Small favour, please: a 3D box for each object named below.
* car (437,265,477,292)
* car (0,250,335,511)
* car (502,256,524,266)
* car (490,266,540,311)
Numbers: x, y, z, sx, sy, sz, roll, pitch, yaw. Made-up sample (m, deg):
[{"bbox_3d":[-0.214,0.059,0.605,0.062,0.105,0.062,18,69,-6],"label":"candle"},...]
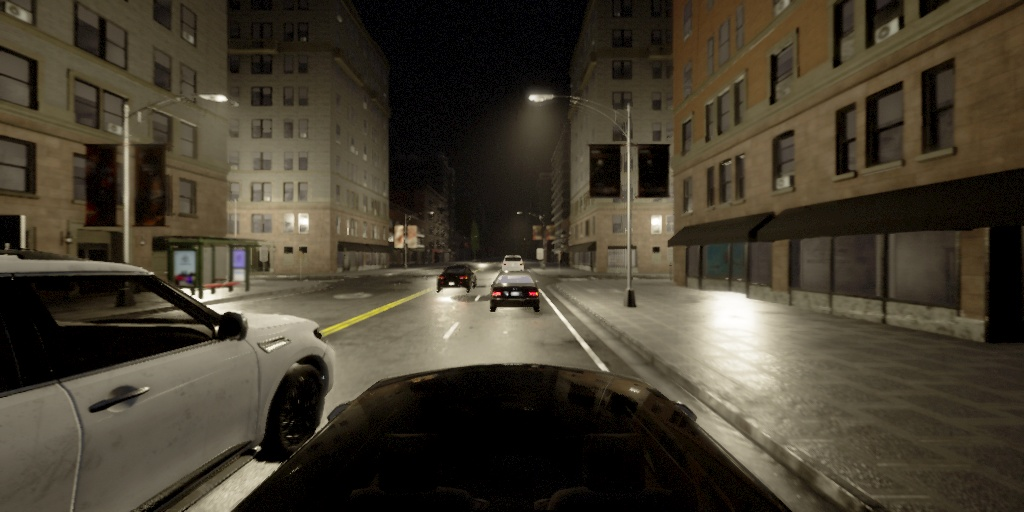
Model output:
[{"bbox_3d":[-3.147,1.271,20.920,1.812,1.442,4.674,0,0,0],"label":"car"},{"bbox_3d":[-3.149,0.971,1.829,2.150,2.045,5.566,0,0,0],"label":"car"},{"bbox_3d":[0.103,0.971,37.693,2.150,2.045,5.566,0,0,0],"label":"car"},{"bbox_3d":[0.100,1.293,14.326,2.033,1.411,5.357,0,0,0],"label":"car"}]
